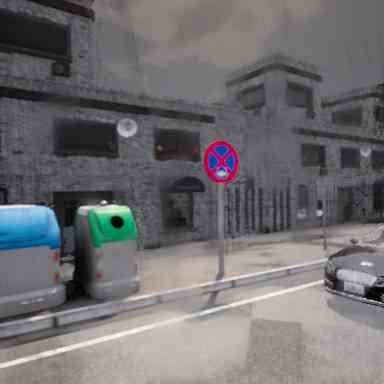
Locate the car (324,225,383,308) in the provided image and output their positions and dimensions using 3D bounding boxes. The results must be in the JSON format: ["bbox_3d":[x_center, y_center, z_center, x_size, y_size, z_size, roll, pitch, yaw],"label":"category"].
[{"bbox_3d":[4.956,1.481,7.478,4.902,1.511,2.128,0,0,-35],"label":"car"}]
